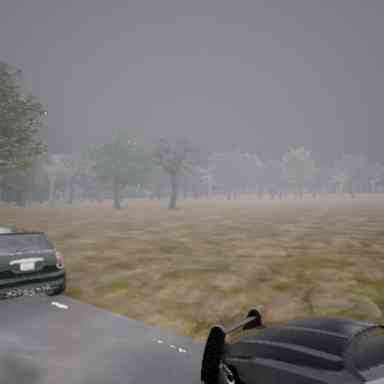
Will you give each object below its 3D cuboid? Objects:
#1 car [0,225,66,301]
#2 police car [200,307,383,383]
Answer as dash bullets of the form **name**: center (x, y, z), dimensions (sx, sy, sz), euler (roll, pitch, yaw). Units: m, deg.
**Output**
- **car**: center (-5.259, 1.678, 8.640), dimensions (4.553, 1.767, 2.097), euler (-1, -4, 39)
- **police car**: center (2.403, 1.608, 2.430), dimensions (5.238, 1.638, 1.930), euler (-1, -4, 39)
